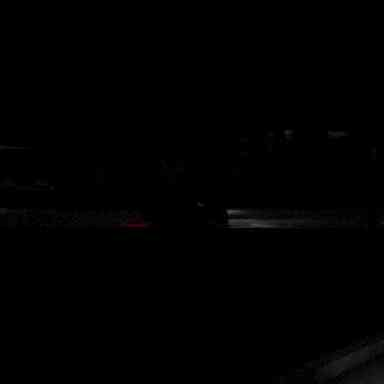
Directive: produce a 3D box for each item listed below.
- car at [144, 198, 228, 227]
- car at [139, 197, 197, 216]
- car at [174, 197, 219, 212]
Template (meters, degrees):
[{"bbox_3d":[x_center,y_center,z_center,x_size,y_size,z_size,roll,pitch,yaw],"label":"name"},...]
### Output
[{"bbox_3d":[-0.221,1.347,21.172,5.008,1.535,1.882,0,0,5],"label":"car"},{"bbox_3d":[-1.482,1.345,24.803,4.902,1.511,2.128,0,0,5],"label":"car"},{"bbox_3d":[0.551,1.305,35.173,4.674,1.442,1.812,0,0,5],"label":"car"}]
